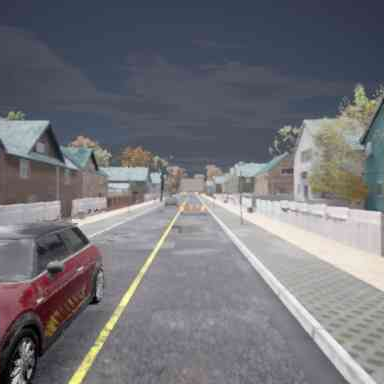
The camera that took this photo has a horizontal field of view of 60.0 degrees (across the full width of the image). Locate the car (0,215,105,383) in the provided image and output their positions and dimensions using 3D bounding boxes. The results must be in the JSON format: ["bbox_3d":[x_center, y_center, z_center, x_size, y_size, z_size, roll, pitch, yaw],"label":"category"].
[{"bbox_3d":[-2.847,1.338,4.986,2.097,1.767,4.553,0,0,0],"label":"car"}]

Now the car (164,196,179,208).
[{"bbox_3d":[-2.816,1.363,46.105,1.837,1.490,4.892,0,0,0],"label":"car"}]

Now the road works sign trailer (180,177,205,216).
[{"bbox_3d":[0.012,0.370,31.878,2.380,3.560,2.880,0,0,0],"label":"road works sign trailer"}]
